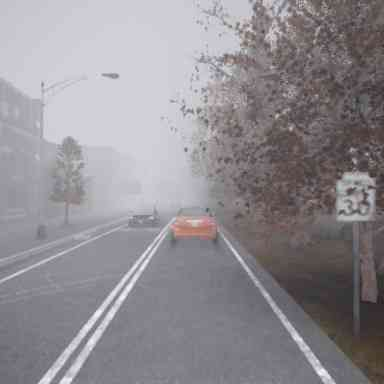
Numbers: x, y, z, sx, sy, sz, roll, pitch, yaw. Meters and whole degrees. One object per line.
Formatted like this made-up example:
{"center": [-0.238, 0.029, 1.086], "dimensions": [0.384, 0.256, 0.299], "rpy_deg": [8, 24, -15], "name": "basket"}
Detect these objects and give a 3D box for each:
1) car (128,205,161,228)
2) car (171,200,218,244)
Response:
{"center": [-3.313, 1.679, 23.865], "dimensions": [1.812, 1.442, 4.674], "rpy_deg": [0, -1, 0], "name": "car"}
{"center": [0.119, 1.433, 16.498], "dimensions": [2.097, 1.767, 4.553], "rpy_deg": [0, 0, 0], "name": "car"}
